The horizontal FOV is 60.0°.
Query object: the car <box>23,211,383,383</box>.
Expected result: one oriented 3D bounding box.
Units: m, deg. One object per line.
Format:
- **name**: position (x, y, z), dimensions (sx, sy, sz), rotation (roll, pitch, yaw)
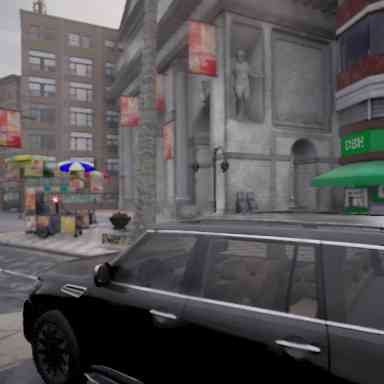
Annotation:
- **car**: position (0.452, 1.238, 3.587), dimensions (5.566, 2.045, 2.150), rotation (0, 0, 36)
